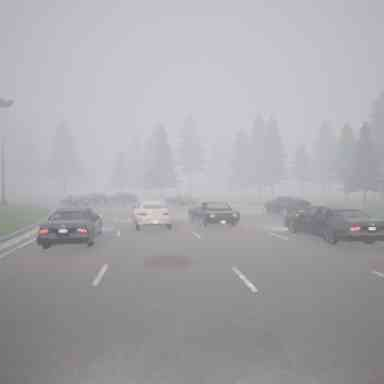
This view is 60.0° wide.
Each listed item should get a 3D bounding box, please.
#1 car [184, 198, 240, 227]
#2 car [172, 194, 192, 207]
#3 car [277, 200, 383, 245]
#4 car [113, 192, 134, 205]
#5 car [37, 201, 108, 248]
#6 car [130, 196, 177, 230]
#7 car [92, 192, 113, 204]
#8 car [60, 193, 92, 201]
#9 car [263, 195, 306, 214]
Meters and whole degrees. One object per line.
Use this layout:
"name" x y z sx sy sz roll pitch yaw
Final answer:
"car" 1.121 1.233 19.458 1.895 1.301 4.718 0 1 -13
"car" -1.305 0.918 36.855 1.895 1.301 4.718 -1 1 -29
"car" 5.801 1.267 13.976 2.033 1.411 5.357 0 1 -10
"car" -8.687 0.734 41.394 1.882 1.535 5.008 0 1 -39
"car" -4.774 1.308 13.552 2.033 1.411 5.357 0 1 -11
"car" -2.281 1.189 18.373 1.812 1.442 4.674 0 1 -13
"car" -11.613 0.806 39.502 1.837 1.490 4.892 0 1 -39
"car" -12.658 0.980 35.456 1.895 1.301 4.718 -1 1 -35
"car" 6.966 1.023 24.670 1.837 1.490 4.892 0 1 -15
